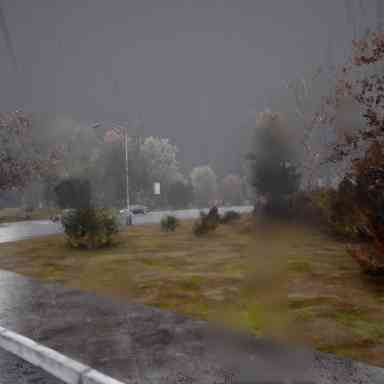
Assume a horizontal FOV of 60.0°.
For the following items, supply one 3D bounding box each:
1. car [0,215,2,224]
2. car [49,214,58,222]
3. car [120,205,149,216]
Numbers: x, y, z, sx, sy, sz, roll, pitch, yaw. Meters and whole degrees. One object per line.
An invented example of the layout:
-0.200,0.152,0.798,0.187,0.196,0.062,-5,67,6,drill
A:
-18.914,2.441,28.352,1.837,1.490,4.892,-3,-2,35,car
-13.473,2.519,36.664,1.994,1.385,4.181,-3,-2,32,car
-7.919,2.493,45.408,2.128,1.511,4.902,-3,-2,32,car
